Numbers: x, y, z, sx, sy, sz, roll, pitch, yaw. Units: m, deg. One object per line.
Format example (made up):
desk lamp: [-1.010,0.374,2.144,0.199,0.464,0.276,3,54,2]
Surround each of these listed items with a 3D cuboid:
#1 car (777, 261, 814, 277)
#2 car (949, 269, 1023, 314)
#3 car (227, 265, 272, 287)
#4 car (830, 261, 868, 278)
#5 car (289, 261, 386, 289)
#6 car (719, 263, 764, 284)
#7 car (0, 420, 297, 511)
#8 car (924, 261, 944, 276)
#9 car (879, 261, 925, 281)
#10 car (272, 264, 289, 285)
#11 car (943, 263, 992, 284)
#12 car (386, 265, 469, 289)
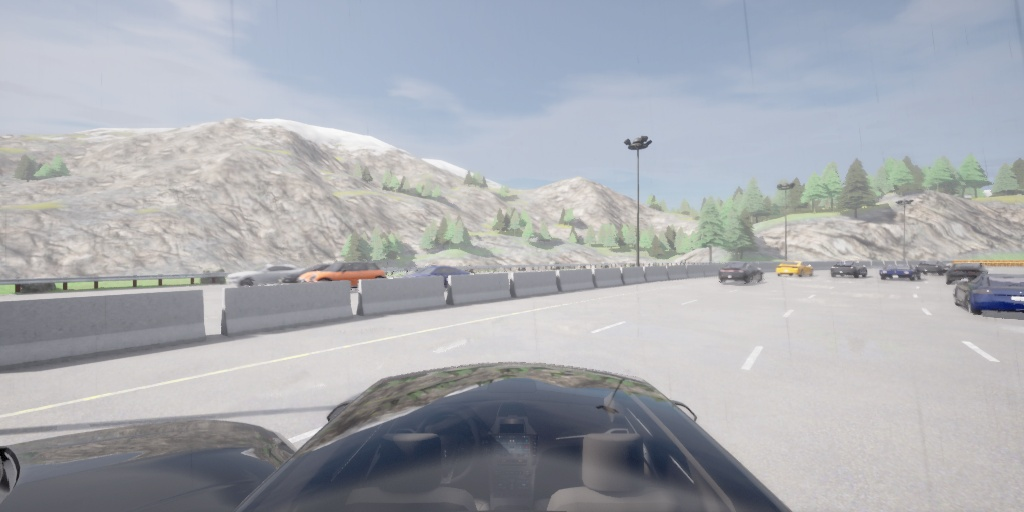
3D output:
car: [27.688,1.228,35.027,5.008,1.535,1.882,0,0,-36]
car: [17.437,1.313,12.684,4.181,1.385,1.994,0,0,-45]
car: [-15.722,1.276,23.499,1.812,1.442,4.674,0,0,41]
car: [31.370,1.242,33.367,4.902,1.511,2.128,0,0,-35]
car: [-9.426,1.102,20.071,2.097,1.767,4.553,0,0,41]
car: [16.996,1.240,26.542,4.902,1.511,2.128,0,0,-41]
car: [-2.983,1.255,0.554,4.892,1.490,1.837,0,0,-45]
car: [43.308,1.242,36.891,4.902,1.511,2.128,0,0,-31]
car: [32.281,1.351,29.743,4.718,1.301,1.895,0,0,-35]
car: [-11.854,1.255,22.624,1.837,1.490,4.892,0,0,41]
car: [32.835,1.256,25.795,4.892,1.490,1.837,0,0,-37]
car: [-4.407,1.276,20.499,1.812,1.442,4.674,0,0,42]
